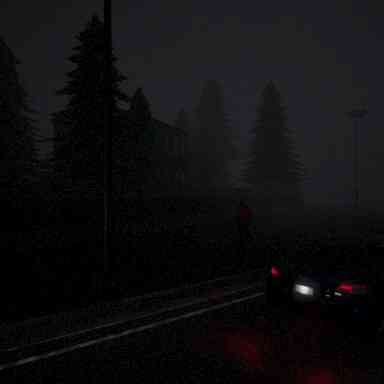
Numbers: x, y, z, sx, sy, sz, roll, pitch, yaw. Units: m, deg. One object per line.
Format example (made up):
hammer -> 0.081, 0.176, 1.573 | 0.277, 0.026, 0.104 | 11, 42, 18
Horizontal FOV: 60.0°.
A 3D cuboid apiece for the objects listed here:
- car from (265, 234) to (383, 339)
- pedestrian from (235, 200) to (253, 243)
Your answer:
car -> 3.368, 1.564, 6.708 | 4.181, 1.385, 1.994 | 0, 0, -40
pedestrian -> 2.157, 1.141, 13.672 | 0.375, 1.860, 0.375 | 0, 0, -43
